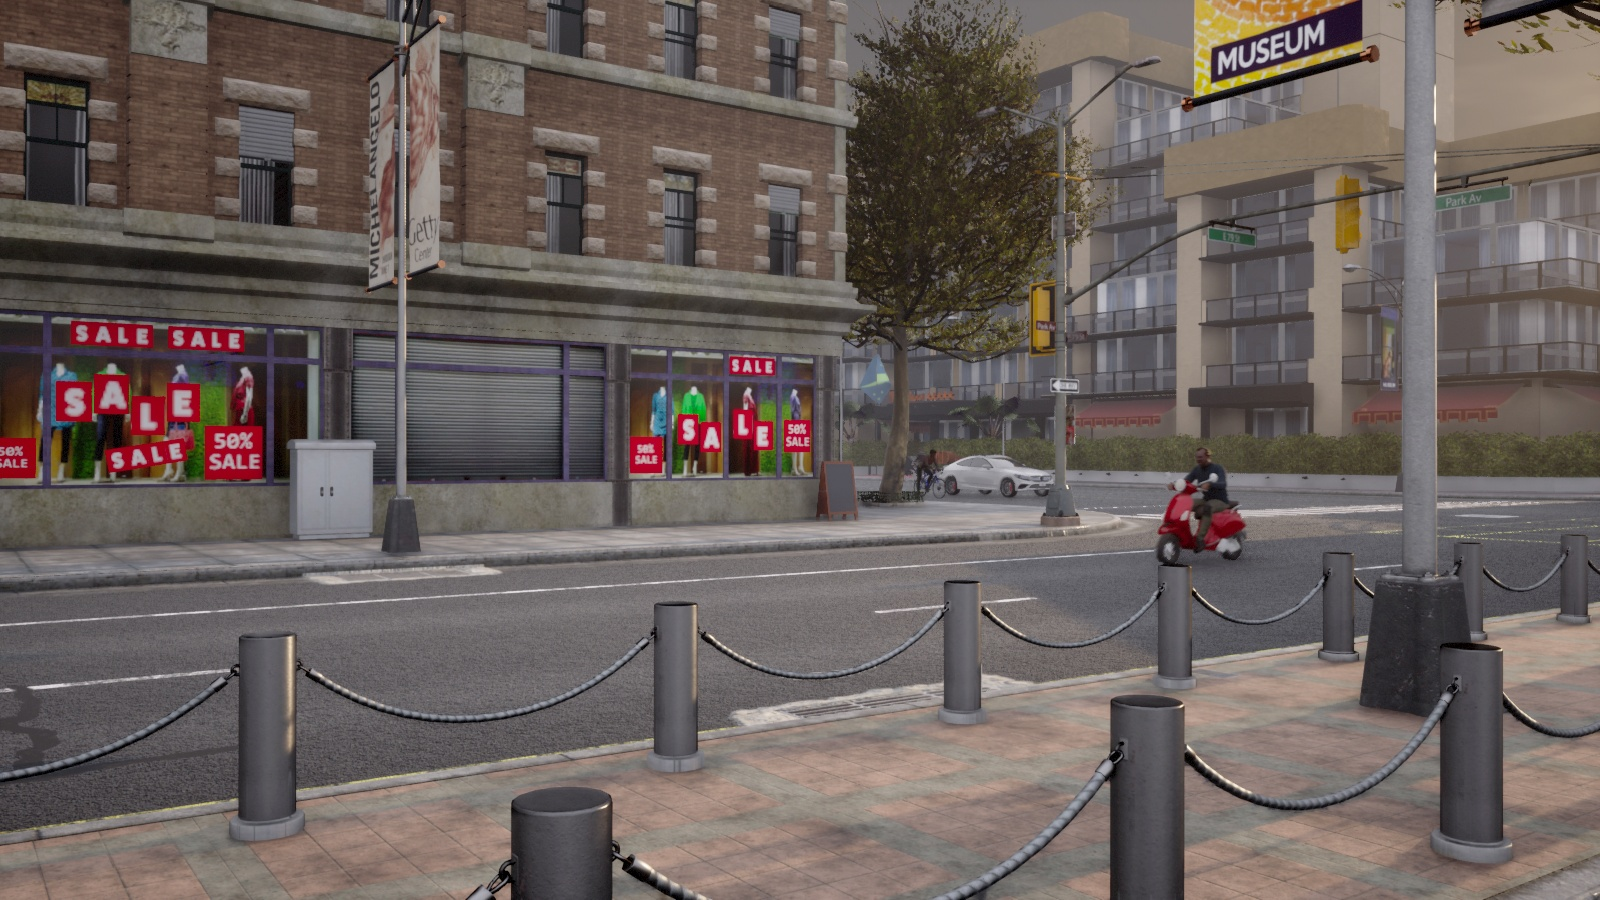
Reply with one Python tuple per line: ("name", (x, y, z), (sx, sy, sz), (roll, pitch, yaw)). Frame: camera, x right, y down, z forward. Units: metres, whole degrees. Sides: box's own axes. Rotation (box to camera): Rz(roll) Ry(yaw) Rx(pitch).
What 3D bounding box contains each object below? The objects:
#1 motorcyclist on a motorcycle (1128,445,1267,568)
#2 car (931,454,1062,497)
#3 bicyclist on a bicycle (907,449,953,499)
("motorcyclist on a motorcycle", (5.432, 0.729, 17.129), (1.817, 1.590, 0.866), (0, 0, -34))
("car", (6.853, 0.864, 44.263), (1.812, 1.442, 4.674), (0, 0, -35))
("bicyclist on a bicycle", (4.320, 0.791, 41.780), (0.582, 1.620, 1.656), (0, 0, -35))
